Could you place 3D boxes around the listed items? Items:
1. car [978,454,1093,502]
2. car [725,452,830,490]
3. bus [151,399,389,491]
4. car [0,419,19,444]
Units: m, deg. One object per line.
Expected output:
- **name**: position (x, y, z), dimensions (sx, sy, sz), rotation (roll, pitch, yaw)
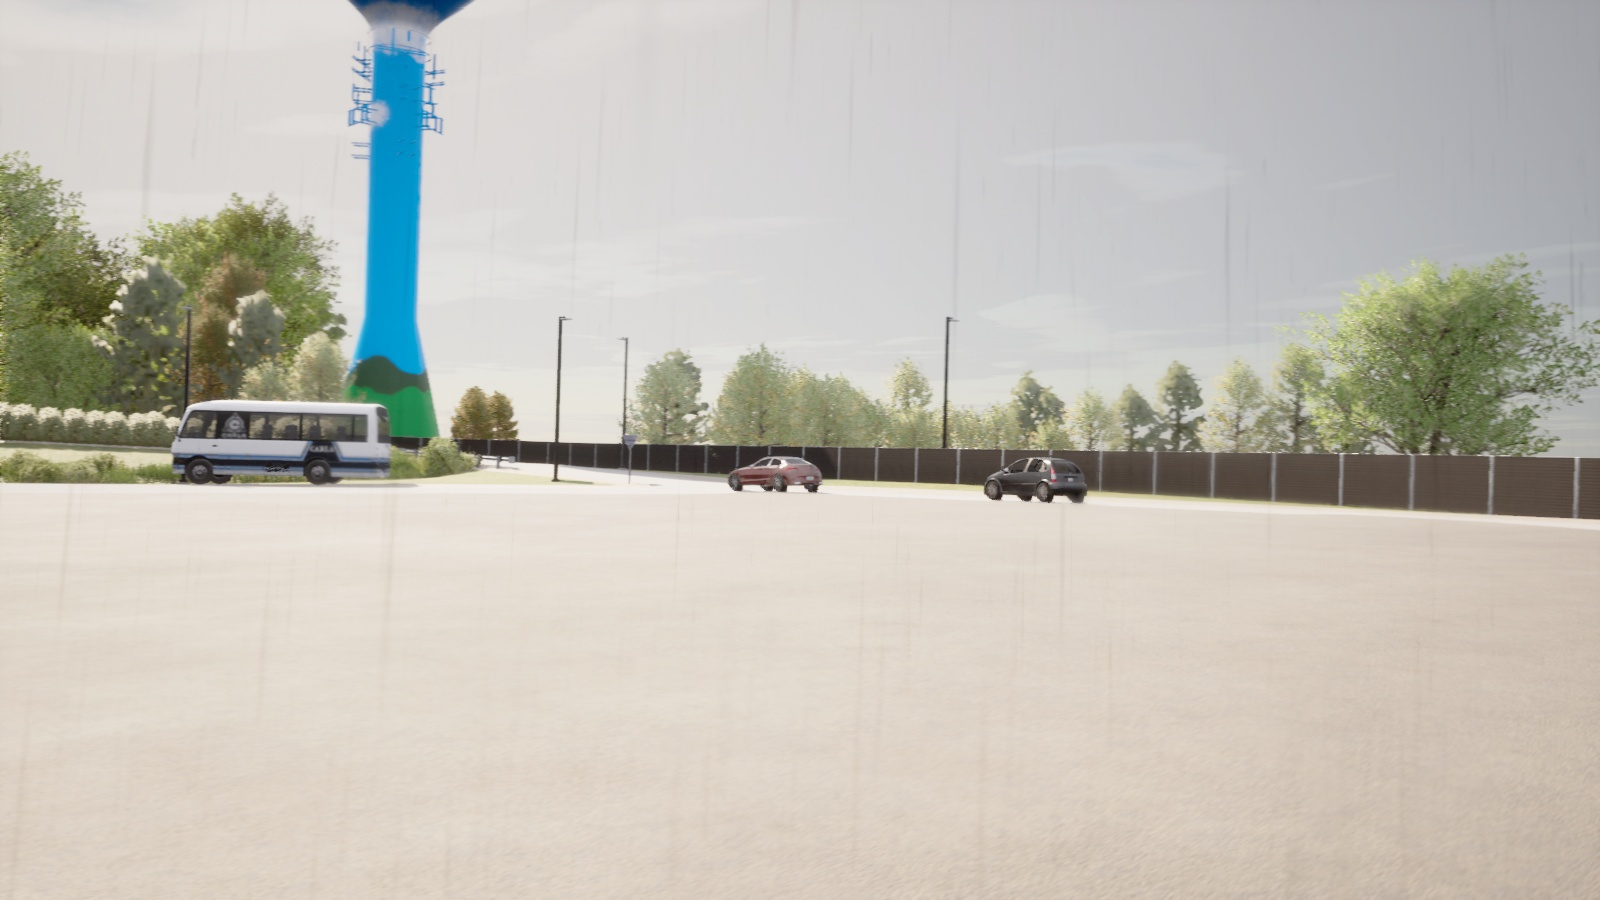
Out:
- **car**: position (8.433, 0.997, 45.228), dimensions (1.851, 1.617, 3.988), rotation (2, -1, -31)
- **car**: position (-1.091, 0.970, 57.540), dimensions (2.152, 1.651, 5.027), rotation (1, -1, -39)
- **bus**: position (-26.513, -0.208, 63.371), dimensions (10.273, 4.253, 3.944), rotation (1, -1, -5)
- **car**: position (-53.340, -1.268, 82.007), dimensions (3.705, 1.549, 1.789), rotation (3, -2, -41)
